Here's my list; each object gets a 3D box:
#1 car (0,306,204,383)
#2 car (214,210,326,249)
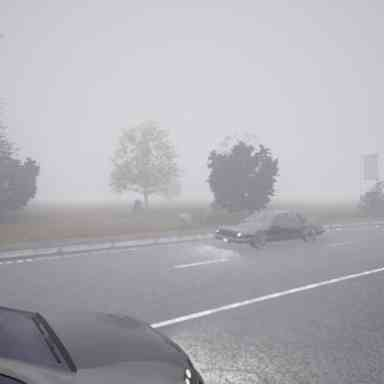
[{"bbox_3d":[-1.900,1.559,2.325,4.181,1.385,1.994,0,0,-36],"label":"car"},{"bbox_3d":[3.583,1.527,14.666,5.357,1.411,2.033,0,0,-32],"label":"car"}]
